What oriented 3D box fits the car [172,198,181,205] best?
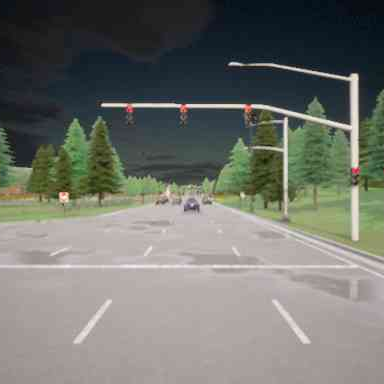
[{"bbox_3d":[-3.502,2.191,74.701,2.033,1.411,5.357,0,-1,0],"label":"car"}]

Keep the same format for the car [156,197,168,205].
[{"bbox_3d":[-7.002,2.179,75.118,1.812,1.442,4.674,0,-1,0],"label":"car"}]

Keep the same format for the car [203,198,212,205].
[{"bbox_3d":[3.498,2.251,75.147,1.895,1.301,4.718,0,-1,0],"label":"car"}]

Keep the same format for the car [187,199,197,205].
[{"bbox_3d":[-0.002,2.206,75.084,1.994,1.385,4.181,0,-1,0],"label":"car"}]

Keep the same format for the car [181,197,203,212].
[{"bbox_3d":[-0.001,1.742,44.061,2.097,1.767,4.553,0,-1,0],"label":"car"}]

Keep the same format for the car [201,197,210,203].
[{"bbox_3d":[3.498,2.123,85.122,2.033,1.411,5.357,0,-1,0],"label":"car"}]

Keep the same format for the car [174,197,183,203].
[{"bbox_3d":[-3.502,2.123,85.122,2.033,1.411,5.357,0,-1,0],"label":"car"}]

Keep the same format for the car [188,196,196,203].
[{"bbox_3d":[-0.002,1.938,85.094,2.097,1.767,4.553,0,-1,0],"label":"car"}]
